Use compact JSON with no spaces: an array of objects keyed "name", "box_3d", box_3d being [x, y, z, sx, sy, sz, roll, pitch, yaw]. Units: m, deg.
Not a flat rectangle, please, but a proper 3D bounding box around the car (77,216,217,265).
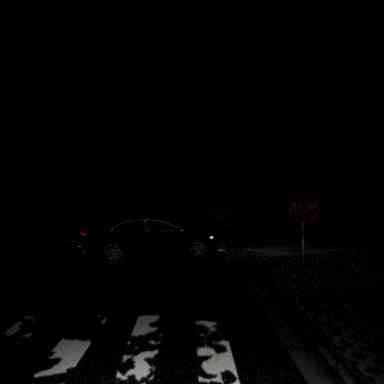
[{"name":"car","box_3d":[-1.507,1.608,11.820,4.902,1.511,2.128,1,-1,-20]}]
